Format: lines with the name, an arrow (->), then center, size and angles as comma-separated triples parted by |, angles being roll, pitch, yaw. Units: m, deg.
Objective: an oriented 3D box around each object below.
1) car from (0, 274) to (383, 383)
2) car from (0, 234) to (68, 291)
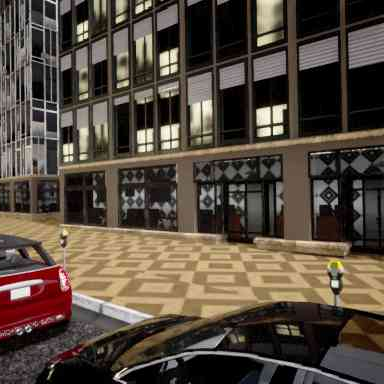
car -> 0.627, 1.566, 2.465 | 4.313, 1.339, 1.947 | 0, -1, 36
car -> -3.948, 1.441, 5.844 | 4.097, 1.590, 1.967 | 0, -1, 37
